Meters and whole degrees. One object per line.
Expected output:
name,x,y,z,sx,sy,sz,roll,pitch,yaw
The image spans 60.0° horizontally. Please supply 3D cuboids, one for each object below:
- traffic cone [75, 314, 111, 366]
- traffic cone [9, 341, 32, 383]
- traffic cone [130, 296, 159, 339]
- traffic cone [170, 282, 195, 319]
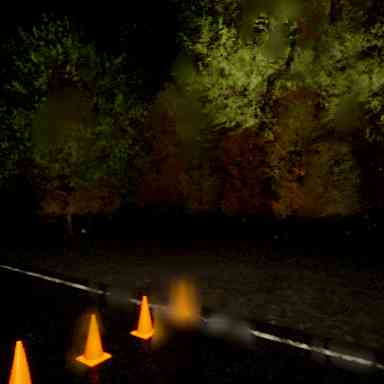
traffic cone,-1.343,1.967,4.531,0.340,0.580,0.340,0,0,36
traffic cone,-1.925,1.966,3.718,0.340,0.580,0.340,0,0,36
traffic cone,-0.761,1.968,5.344,0.340,0.580,0.340,0,0,36
traffic cone,-0.179,1.969,6.158,0.340,0.580,0.340,0,0,36
